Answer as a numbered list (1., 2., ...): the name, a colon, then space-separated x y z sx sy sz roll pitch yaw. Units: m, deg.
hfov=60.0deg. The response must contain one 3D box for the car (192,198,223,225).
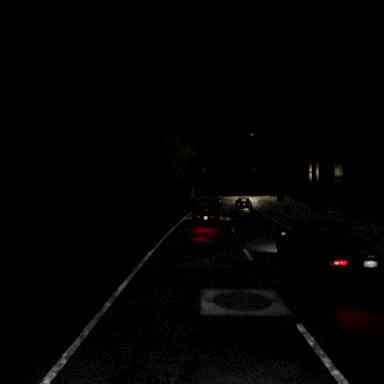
1. car: 1.035 1.411 23.590 1.837 1.490 4.892 0 -1 4

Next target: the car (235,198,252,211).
1. car: 5.888 1.350 37.964 2.033 1.411 5.357 0 0 7

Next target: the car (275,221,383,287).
1. car: 3.781 1.533 9.400 2.033 1.411 5.357 0 0 2
